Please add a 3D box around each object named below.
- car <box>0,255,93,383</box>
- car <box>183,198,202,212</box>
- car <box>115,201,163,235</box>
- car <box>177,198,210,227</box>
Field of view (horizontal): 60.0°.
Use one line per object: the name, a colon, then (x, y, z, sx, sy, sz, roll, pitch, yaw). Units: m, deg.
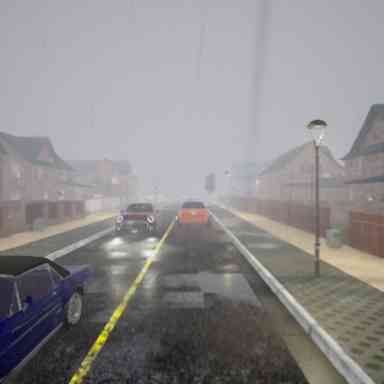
car: (-2.838, 1.600, 4.171, 1.895, 1.301, 4.718, 0, 0, 0)
car: (0.103, 1.520, 40.025, 2.128, 1.511, 4.902, 0, 0, 0)
car: (-2.850, 1.353, 18.644, 2.097, 1.767, 4.553, 0, 0, 0)
car: (0.099, 1.356, 22.810, 2.097, 1.767, 4.553, 0, 0, 0)
